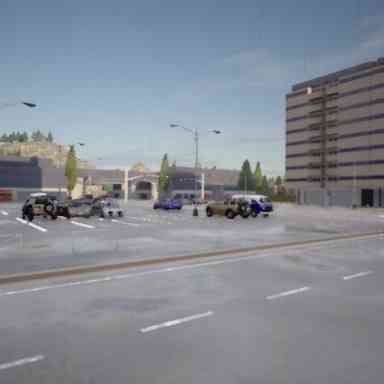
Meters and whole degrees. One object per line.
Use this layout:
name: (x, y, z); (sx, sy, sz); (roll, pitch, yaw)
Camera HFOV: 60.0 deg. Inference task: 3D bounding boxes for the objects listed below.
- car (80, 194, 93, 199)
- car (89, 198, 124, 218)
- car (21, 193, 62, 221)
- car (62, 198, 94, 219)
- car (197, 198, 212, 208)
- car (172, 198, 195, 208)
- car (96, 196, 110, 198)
car: (-19.347, 1.391, 61.068); (1.905, 1.878, 3.866); (1, 0, -35)
car: (-7.555, 1.551, 29.548); (1.970, 1.475, 3.806); (1, 0, -35)
car: (-12.089, 1.257, 26.301); (1.932, 1.855, 4.605); (1, 0, -35)
car: (-9.924, 1.492, 27.884); (1.784, 1.438, 3.905); (1, 0, -35)
car: (1.125, 1.972, 67.521); (2.033, 1.411, 5.357); (1, 0, -35)
car: (-1.561, 1.958, 65.250); (1.994, 1.385, 4.181); (1, 0, -35)
car: (-11.519, 1.605, 45.220); (1.970, 1.475, 3.806); (1, 0, -35)
